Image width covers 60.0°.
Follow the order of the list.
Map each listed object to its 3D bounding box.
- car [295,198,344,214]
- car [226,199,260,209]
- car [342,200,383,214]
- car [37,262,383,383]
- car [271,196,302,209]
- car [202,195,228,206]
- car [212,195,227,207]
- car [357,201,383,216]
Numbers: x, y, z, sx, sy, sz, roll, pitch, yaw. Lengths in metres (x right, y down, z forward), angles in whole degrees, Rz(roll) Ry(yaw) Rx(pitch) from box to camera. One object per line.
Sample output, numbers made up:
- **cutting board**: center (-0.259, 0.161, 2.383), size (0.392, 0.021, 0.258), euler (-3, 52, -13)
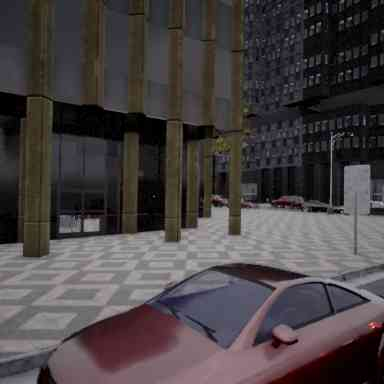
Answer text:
- **car**: center (13.160, 1.540, 33.817), size (1.947, 1.339, 4.313), euler (1, -1, -35)
- **car**: center (6.780, 1.571, 42.809), size (1.802, 1.307, 4.206), euler (1, -1, -35)
- **car**: center (20.107, 1.709, 38.756), size (2.008, 1.369, 4.403), euler (1, -1, -35)
- **car**: center (0.585, 1.565, 3.679), size (4.181, 1.385, 1.994), euler (0, 0, -36)
- **car**: center (13.731, 1.488, 47.751), size (2.192, 1.841, 5.009), euler (1, -1, -35)
- **car**: center (4.162, 1.512, 61.239), size (2.192, 1.841, 5.009), euler (1, -1, -35)
- **car**: center (3.594, 1.312, 47.309), size (2.192, 1.841, 5.009), euler (1, -1, -35)
- **car**: center (16.351, 1.518, 29.321), size (2.008, 1.369, 4.403), euler (1, -1, -35)
